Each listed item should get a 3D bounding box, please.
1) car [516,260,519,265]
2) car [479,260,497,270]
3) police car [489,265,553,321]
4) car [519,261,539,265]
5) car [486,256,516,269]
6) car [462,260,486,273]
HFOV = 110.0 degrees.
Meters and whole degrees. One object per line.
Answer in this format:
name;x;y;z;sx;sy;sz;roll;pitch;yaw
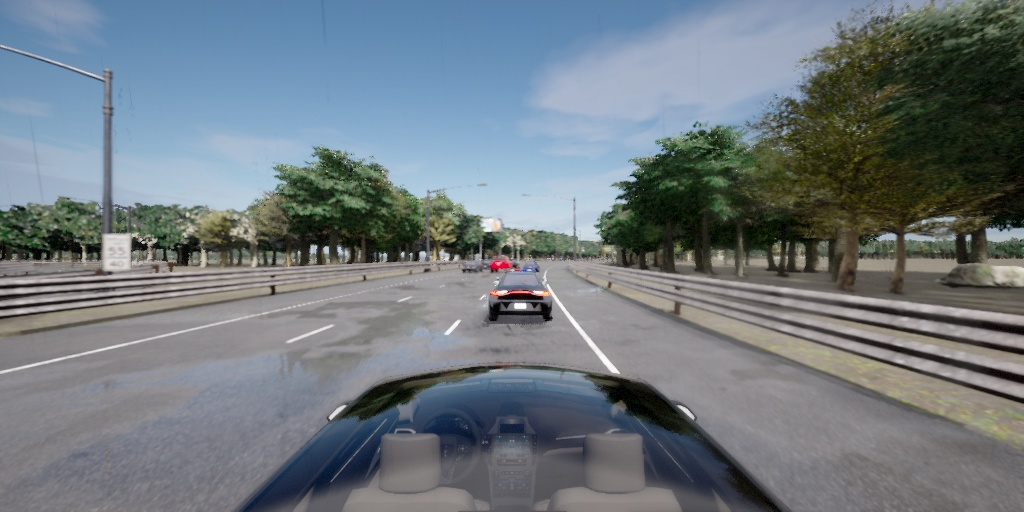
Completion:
car;0.014;1.298;54.116;1.882;1.535;5.008;0;0;8
car;-3.515;1.342;54.139;1.812;1.442;4.674;0;0;8
police car;0.306;1.256;12.697;2.038;1.542;4.974;0;0;1
car;2.374;1.358;44.483;1.994;1.385;4.181;0;0;7
car;-1.248;1.008;43.559;2.150;2.045;5.566;0;0;7
car;-4.737;1.331;43.847;2.033;1.411;5.357;0;0;7
